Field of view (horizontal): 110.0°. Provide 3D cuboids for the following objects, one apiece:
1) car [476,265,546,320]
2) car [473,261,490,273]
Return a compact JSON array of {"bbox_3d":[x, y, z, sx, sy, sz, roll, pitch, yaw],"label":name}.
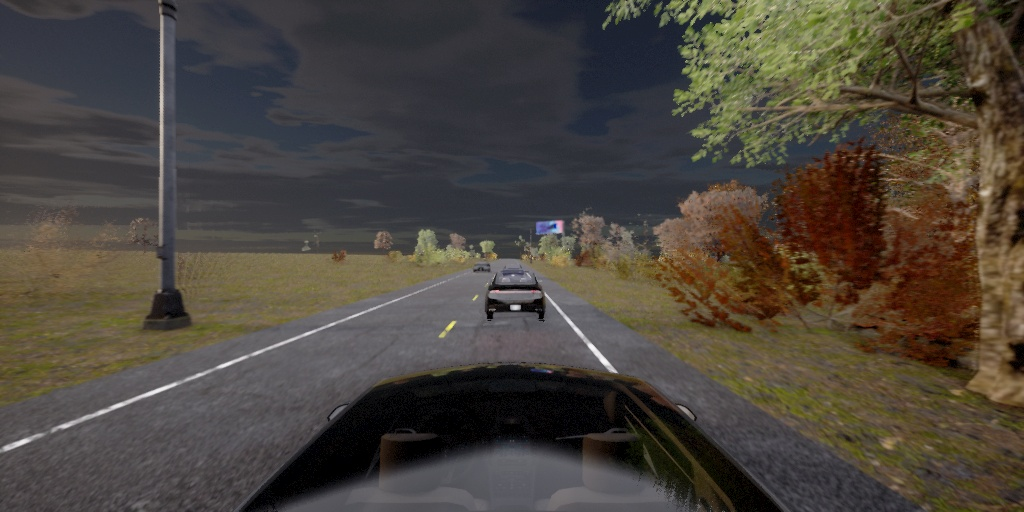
[{"bbox_3d":[0.100,1.244,12.569,2.128,1.511,4.902,0,0,0],"label":"car"},{"bbox_3d":[-3.568,1.330,43.186,1.994,1.385,4.181,0,0,0],"label":"car"}]
